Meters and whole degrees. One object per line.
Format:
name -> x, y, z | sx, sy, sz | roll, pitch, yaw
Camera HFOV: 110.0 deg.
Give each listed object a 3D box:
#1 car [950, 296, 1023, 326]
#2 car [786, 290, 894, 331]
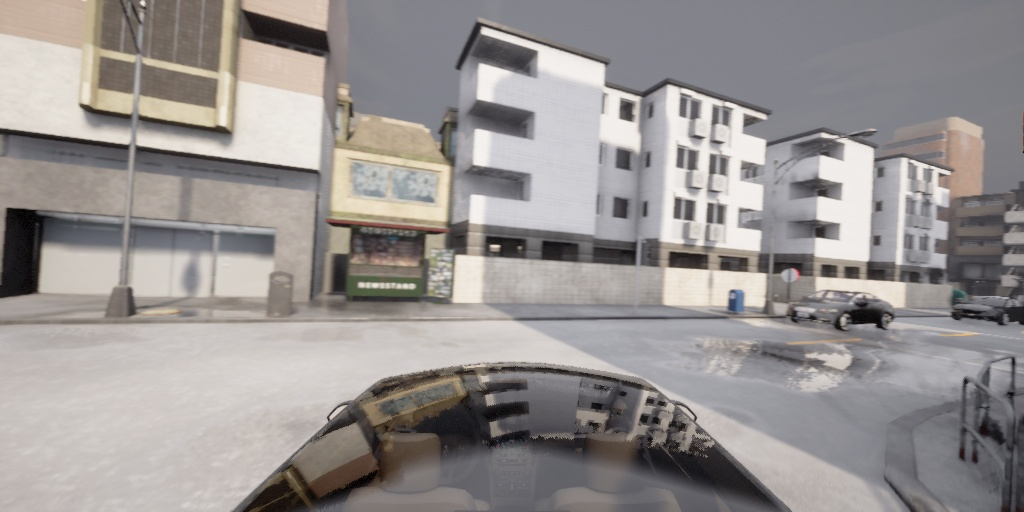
car -> 27.383, 3.074, 20.506 | 4.892, 1.490, 1.837 | 3, 0, -22
car -> 13.789, 2.195, 15.064 | 4.902, 1.511, 2.128 | 4, -1, -22
